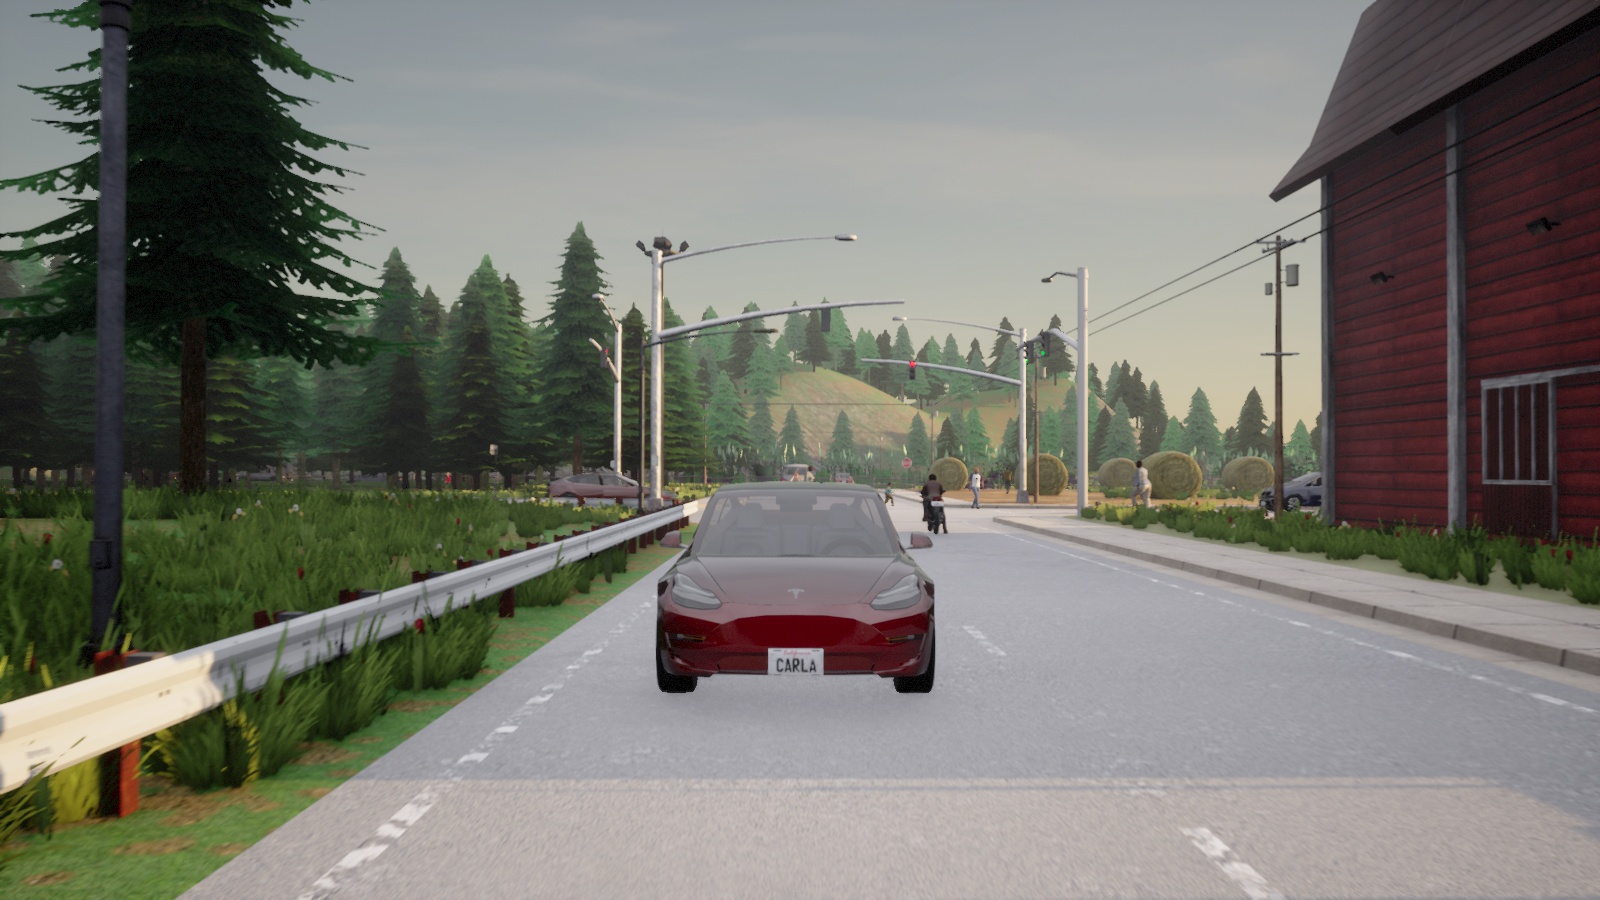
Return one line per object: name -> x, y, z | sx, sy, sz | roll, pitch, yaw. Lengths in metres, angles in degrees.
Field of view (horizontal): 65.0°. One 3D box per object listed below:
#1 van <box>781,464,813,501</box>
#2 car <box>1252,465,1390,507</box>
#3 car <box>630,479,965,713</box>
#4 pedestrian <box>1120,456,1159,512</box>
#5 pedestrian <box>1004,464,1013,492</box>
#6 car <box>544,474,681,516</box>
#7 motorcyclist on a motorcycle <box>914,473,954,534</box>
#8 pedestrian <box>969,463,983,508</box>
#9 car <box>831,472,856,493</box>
van -> -0.172, 1.813, 70.804 | 1.775, 1.987, 4.442 | 0, -1, 0
car -> 20.878, 1.433, 50.444 | 4.611, 1.667, 2.242 | 0, -1, -1
car -> -0.026, 1.002, 10.545 | 2.163, 1.488, 4.792 | 0, -1, 0
pedestrian -> 11.571, 1.151, 42.832 | 0.874, 1.855, 0.900 | 0, -1, -36
pedestrian -> 13.444, 1.819, 81.109 | 0.370, 1.835, 0.726 | -1, -1, 25
car -> -6.866, 1.632, 46.369 | 4.792, 1.488, 2.163 | 0, -1, -1
motorcyclist on a motorcycle -> 3.422, 1.352, 32.283 | 0.797, 1.523, 2.044 | 0, -1, 0
pedestrian -> 7.365, 1.484, 52.528 | 0.354, 1.836, 0.706 | 0, -1, -14
car -> 3.269, 2.460, 95.393 | 1.789, 1.549, 3.705 | 0, -1, 0
